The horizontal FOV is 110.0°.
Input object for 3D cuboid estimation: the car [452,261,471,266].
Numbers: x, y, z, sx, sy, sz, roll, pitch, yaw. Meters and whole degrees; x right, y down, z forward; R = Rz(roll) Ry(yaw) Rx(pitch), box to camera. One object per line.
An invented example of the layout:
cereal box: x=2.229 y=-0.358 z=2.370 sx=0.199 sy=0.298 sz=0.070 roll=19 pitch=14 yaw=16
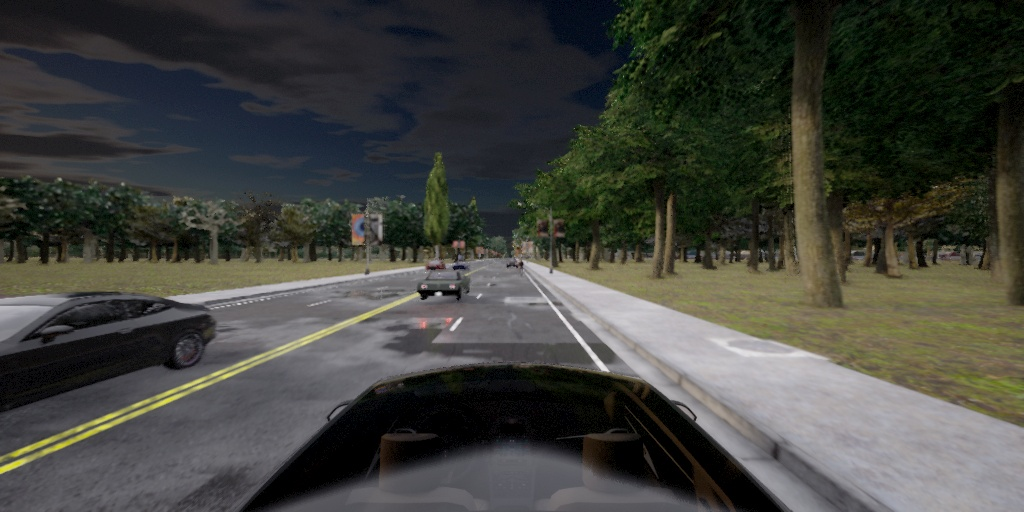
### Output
car: x=-6.580 y=1.358 z=46.663 sx=1.895 sy=1.301 sz=4.718 roll=0 pitch=0 yaw=0

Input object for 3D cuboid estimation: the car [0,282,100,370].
car: x=-9.859 y=1.275 z=5.442 sx=1.812 sy=1.442 sz=4.674 roll=0 pitch=0 yaw=0

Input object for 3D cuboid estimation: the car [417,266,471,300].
car: x=-3.151 y=1.352 z=17.622 sx=1.895 sy=1.301 sz=4.718 roll=0 pitch=0 yaw=0

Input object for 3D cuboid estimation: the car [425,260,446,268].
car: x=-9.830 y=1.235 z=46.456 sx=1.882 sy=1.535 sz=5.008 roll=0 pitch=0 yaw=0

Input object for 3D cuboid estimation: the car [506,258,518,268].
car: x=0.008 y=1.361 z=59.684 sx=1.895 sy=1.301 sz=4.718 roll=0 pitch=0 yaw=0

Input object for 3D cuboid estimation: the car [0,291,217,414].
car: x=-6.600 y=1.275 z=5.050 sx=1.812 sy=1.442 sz=4.674 roll=0 pitch=0 yaw=0

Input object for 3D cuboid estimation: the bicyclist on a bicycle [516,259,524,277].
bicyclist on a bicycle: x=0.894 y=1.125 z=34.341 sx=0.659 sy=1.776 sz=1.843 roll=0 pitch=0 yaw=0
